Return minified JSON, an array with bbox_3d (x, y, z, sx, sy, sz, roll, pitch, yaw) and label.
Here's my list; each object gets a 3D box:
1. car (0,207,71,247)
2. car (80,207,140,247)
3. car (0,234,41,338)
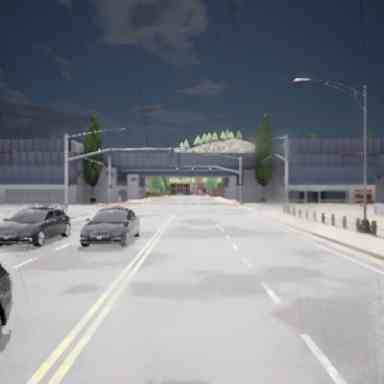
[{"bbox_3d":[-6.999,1.480,14.962,1.837,1.490,4.892,0,0,0],"label":"car"},{"bbox_3d":[-3.499,1.480,14.962,1.837,1.490,4.892,0,0,0],"label":"car"},{"bbox_3d":[-3.591,1.486,3.010,2.128,1.511,4.902,0,0,0],"label":"car"}]
